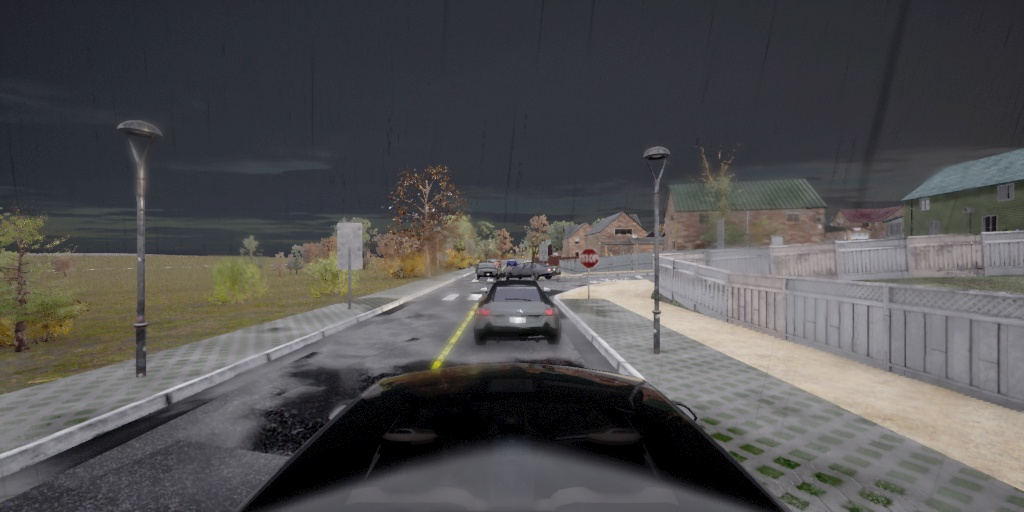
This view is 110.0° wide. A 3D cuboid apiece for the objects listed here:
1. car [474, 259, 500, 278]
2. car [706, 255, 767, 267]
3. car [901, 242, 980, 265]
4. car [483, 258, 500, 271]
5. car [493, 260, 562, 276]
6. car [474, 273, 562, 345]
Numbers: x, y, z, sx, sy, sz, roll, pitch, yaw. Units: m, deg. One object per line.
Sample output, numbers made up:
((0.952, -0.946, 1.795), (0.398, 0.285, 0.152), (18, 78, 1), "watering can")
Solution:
((-2.264, 1.258, 31.431), (1.837, 1.490, 4.892), (0, 0, -8), "car")
((14.378, 0.413, 22.904), (4.181, 1.385, 1.994), (-3, 0, 16), "car")
((23.880, -0.208, 20.486), (4.902, 1.511, 2.128), (-3, 0, 14), "car")
((-2.869, 1.121, 51.249), (2.097, 1.767, 4.553), (0, 0, 1), "car")
((1.325, 1.198, 28.522), (5.357, 1.411, 2.033), (-4, -3, 43), "car")
((0.099, 1.313, 9.506), (1.994, 1.385, 4.181), (0, 0, -1), "car")
